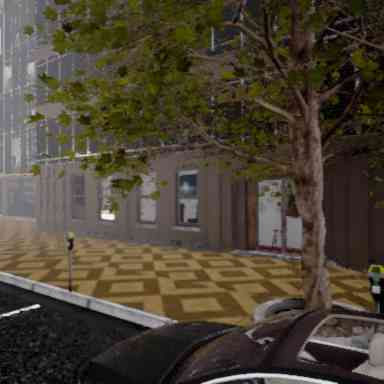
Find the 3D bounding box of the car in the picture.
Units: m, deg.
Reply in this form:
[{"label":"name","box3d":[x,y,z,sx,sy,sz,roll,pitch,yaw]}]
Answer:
[{"label":"car","box3d":[0.972,1.553,2.183,4.403,1.369,2.008,0,0,36]}]
